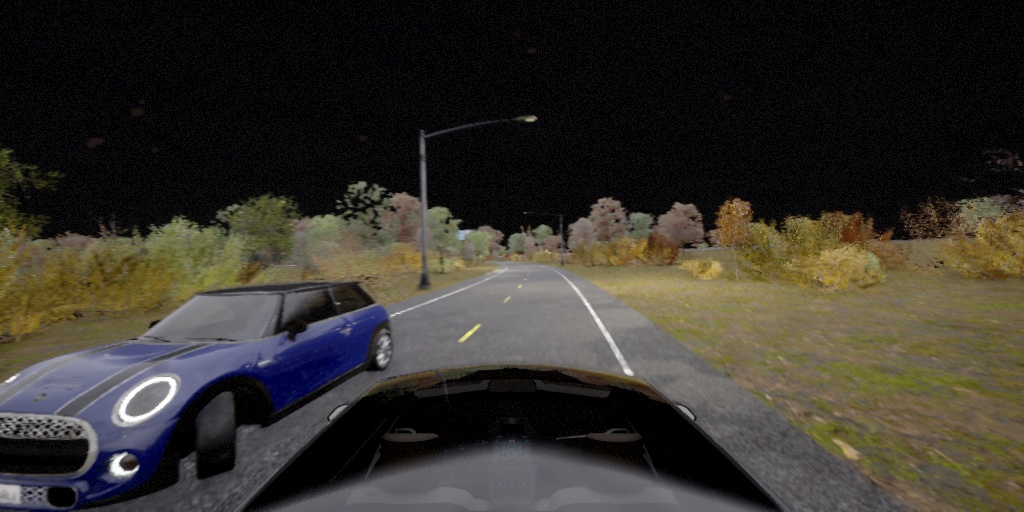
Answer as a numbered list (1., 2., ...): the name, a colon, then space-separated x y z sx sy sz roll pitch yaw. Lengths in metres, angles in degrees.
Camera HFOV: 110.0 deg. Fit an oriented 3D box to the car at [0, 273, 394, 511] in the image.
1. car: -3.508 1.181 4.911 2.097 1.767 4.553 -1 0 8
